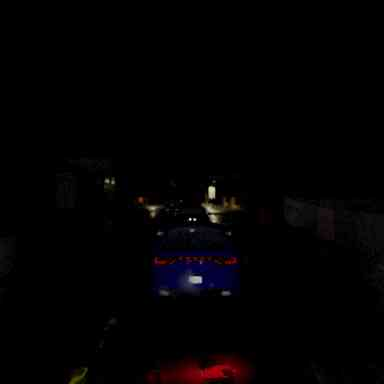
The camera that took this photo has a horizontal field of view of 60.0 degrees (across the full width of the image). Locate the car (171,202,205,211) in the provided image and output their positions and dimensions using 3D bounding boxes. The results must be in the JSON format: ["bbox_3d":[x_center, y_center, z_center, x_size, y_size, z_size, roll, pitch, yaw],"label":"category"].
[{"bbox_3d":[0.017,1.537,17.945,1.837,1.490,4.892,0,0,0],"label":"car"}]

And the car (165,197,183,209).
[{"bbox_3d":[-2.908,1.699,49.932,2.128,1.511,4.902,0,0,0],"label":"car"}]

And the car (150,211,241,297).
[{"bbox_3d":[0.068,1.487,8.670,1.882,1.535,5.008,0,0,0],"label":"car"}]

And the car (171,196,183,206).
[{"bbox_3d":[-2.929,1.727,65.478,2.097,1.767,4.553,0,-1,-1],"label":"car"}]
